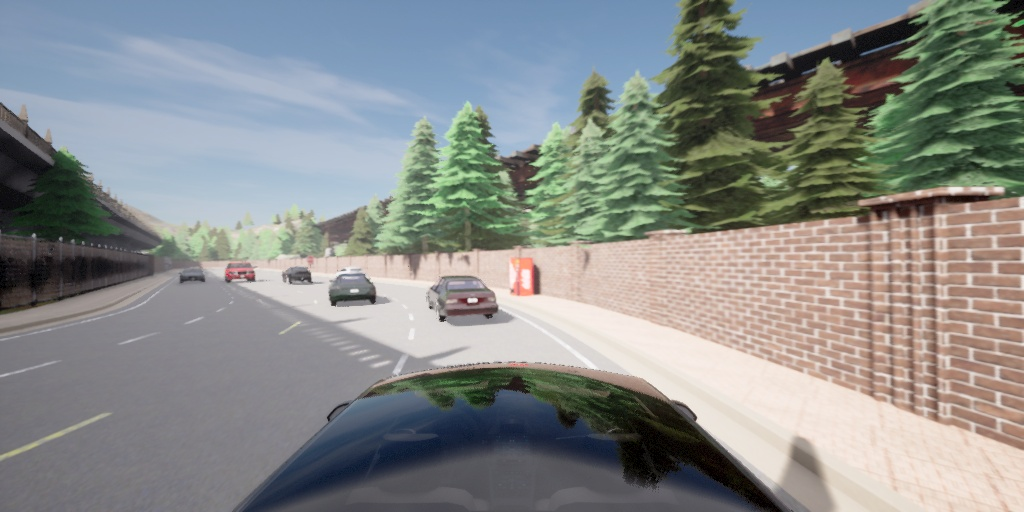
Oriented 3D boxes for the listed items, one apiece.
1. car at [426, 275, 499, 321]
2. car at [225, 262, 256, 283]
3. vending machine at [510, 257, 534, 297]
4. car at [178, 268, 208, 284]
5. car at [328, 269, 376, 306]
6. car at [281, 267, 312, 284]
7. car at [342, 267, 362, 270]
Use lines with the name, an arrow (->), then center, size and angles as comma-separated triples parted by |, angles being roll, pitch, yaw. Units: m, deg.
car -> -1.993, 1.411, 13.151 | 2.033, 1.411, 5.357 | -1, 0, -19
car -> -27.108, 1.589, 35.724 | 2.150, 2.045, 5.566 | 0, -1, -41
vending machine -> 0.484, 1.061, 17.870 | 1.100, 2.100, 0.880 | 0, 0, -24
car -> -31.581, 1.932, 35.527 | 1.837, 1.490, 4.892 | 0, -1, -41
car -> -7.919, 1.540, 17.658 | 1.994, 1.385, 4.181 | 0, -1, -28
car -> -19.758, 1.754, 32.897 | 1.837, 1.490, 4.892 | 0, -1, -41
car -> -14.283, 1.695, 31.915 | 1.812, 1.442, 4.674 | 0, -1, -40
